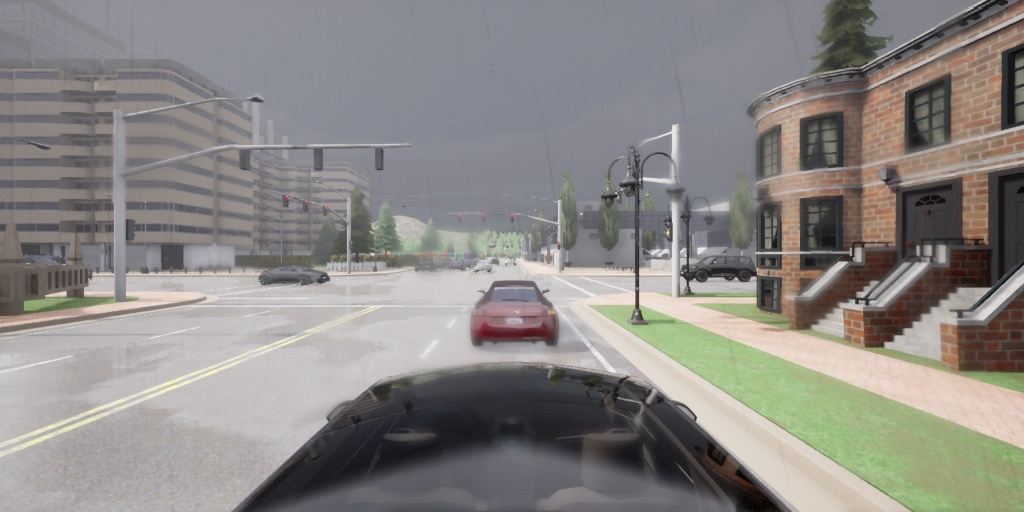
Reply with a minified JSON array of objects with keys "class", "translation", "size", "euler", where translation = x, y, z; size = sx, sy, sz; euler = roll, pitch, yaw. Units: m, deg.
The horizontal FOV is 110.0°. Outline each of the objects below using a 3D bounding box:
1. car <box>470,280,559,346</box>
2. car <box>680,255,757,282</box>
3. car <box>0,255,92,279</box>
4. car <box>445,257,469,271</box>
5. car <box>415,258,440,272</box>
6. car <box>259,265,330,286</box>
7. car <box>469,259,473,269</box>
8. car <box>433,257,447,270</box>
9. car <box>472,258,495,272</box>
[{"class":"car","translation":[0.056,1.314,9.396],"size":[1.994,1.385,4.181],"euler":[0,0,0]},{"class":"car","translation":[16.085,0.971,28.106],"size":[5.566,2.045,2.150],"euler":[0,0,-1]},{"class":"car","translation":[-32.484,0.971,24.565],"size":[5.566,2.045,2.150],"euler":[0,0,0]},{"class":"car","translation":[-7.272,1.255,48.128],"size":[1.837,1.490,4.892],"euler":[0,0,0]},{"class":"car","translation":[-10.766,1.314,45.074],"size":[1.994,1.385,4.181],"euler":[0,0,0]},{"class":"car","translation":[-14.866,1.314,24.599],"size":[4.181,1.385,1.994],"euler":[0,0,0]},{"class":"car","translation":[-7.304,1.255,57.491],"size":[1.837,1.490,4.892],"euler":[0,0,0]},{"class":"car","translation":[-10.797,1.255,53.728],"size":[1.837,1.490,4.892],"euler":[0,0,0]},{"class":"car","translation":[-3.572,1.275,45.386],"size":[1.812,1.442,4.674],"euler":[0,0,0]}]
